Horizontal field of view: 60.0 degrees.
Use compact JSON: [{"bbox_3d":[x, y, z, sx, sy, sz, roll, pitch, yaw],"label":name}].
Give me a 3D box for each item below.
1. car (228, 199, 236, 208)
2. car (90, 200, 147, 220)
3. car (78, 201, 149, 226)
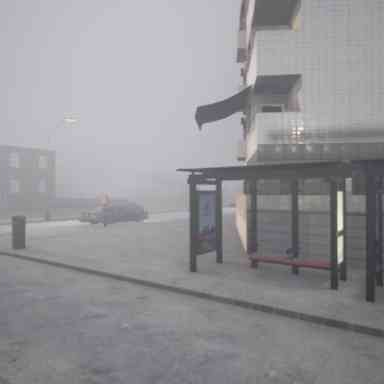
[{"bbox_3d":[7.053,1.659,48.980,1.994,1.385,4.181,0,0,36],"label":"car"},{"bbox_3d":[-6.526,1.586,30.050,2.128,1.511,4.902,0,0,36],"label":"car"},{"bbox_3d":[-5.595,1.625,24.298,2.033,1.411,5.357,0,0,36],"label":"car"}]
